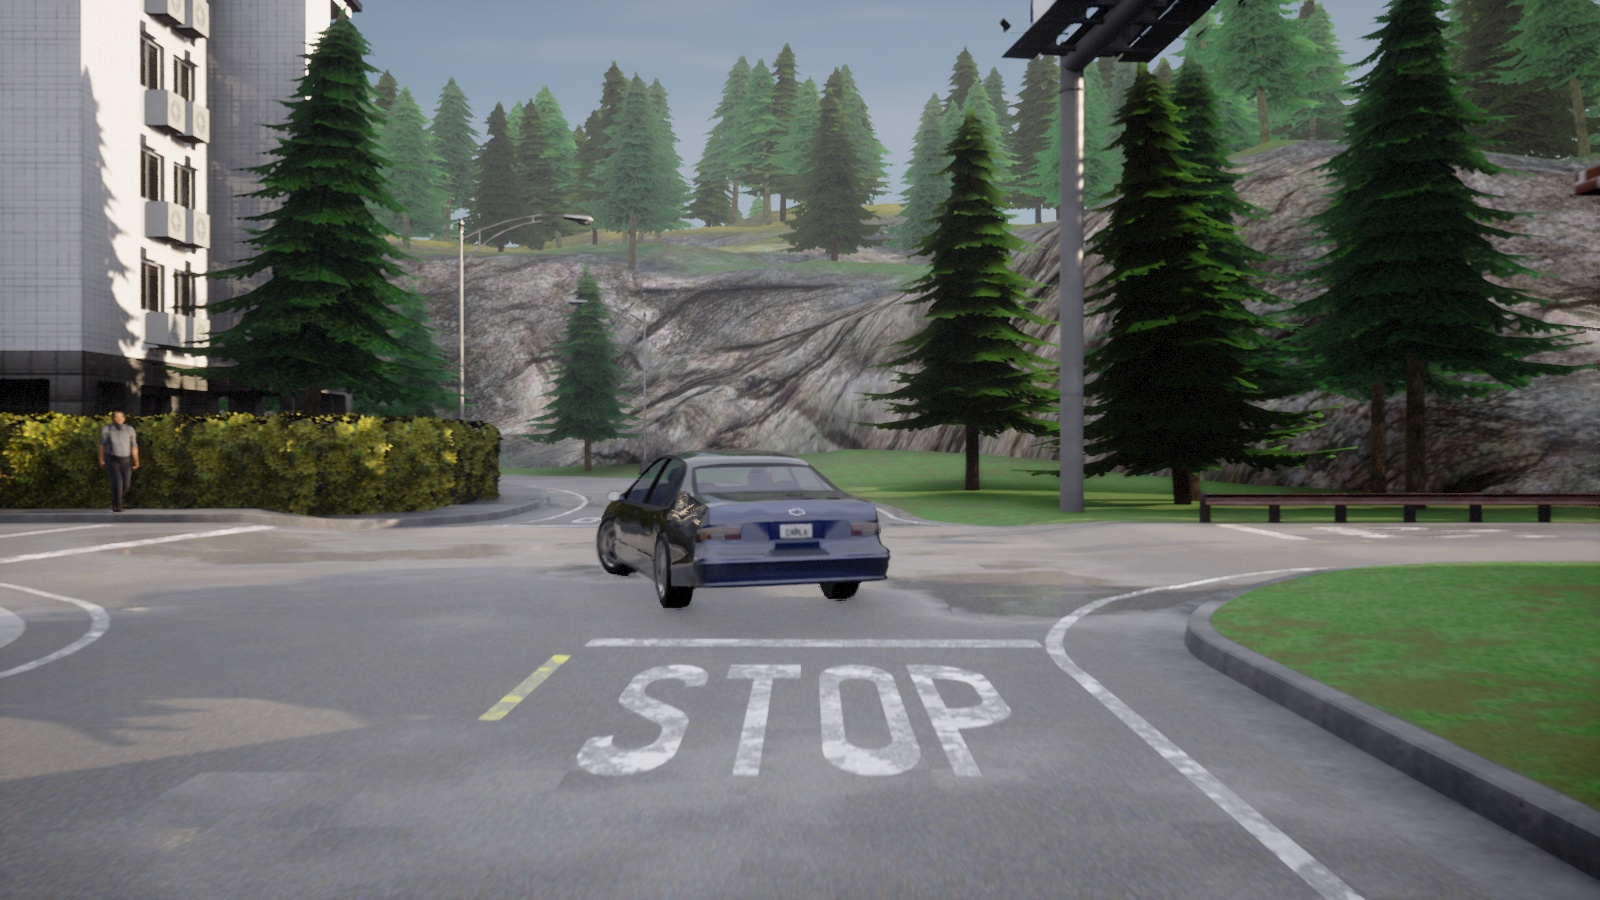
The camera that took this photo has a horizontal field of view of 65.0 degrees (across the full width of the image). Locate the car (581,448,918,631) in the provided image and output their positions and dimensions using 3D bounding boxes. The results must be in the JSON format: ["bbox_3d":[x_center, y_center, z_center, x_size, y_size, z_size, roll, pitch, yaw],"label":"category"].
[{"bbox_3d":[-0.814,0.700,12.720,2.033,1.411,5.357,0,0,-18],"label":"car"}]

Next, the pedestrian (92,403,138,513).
[{"bbox_3d":[-11.771,0.133,21.577,0.540,1.848,0.694,0,0,-42],"label":"pedestrian"}]
